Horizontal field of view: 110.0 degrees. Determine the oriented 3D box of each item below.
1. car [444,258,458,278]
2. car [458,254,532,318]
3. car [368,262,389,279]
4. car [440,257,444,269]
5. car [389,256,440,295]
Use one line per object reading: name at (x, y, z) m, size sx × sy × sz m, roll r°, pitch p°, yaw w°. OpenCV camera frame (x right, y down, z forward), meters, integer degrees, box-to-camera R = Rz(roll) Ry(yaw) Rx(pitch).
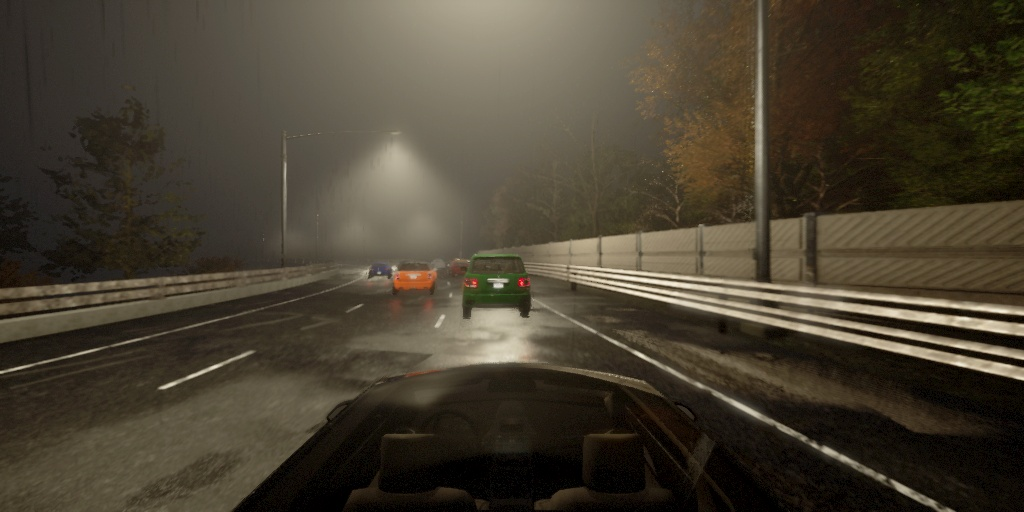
car at (-4.870, 1.163, 33.198) m, size 1.882 × 1.535 × 5.008 m, roll 0°, pitch 0°, yaw -16°
car at (-0.668, 0.943, 13.027) m, size 2.150 × 2.045 × 5.566 m, roll 0°, pitch 0°, yaw -6°
car at (-11.820, 1.242, 32.382) m, size 1.812 × 1.442 × 4.674 m, roll 0°, pitch 0°, yaw -16°
car at (-10.229, 1.189, 49.609) m, size 1.812 × 1.442 × 4.674 m, roll 0°, pitch 0°, yaw -18°
car at (-5.293, 1.075, 20.015) m, size 2.097 × 1.767 × 4.553 m, roll 0°, pitch 0°, yaw -10°
